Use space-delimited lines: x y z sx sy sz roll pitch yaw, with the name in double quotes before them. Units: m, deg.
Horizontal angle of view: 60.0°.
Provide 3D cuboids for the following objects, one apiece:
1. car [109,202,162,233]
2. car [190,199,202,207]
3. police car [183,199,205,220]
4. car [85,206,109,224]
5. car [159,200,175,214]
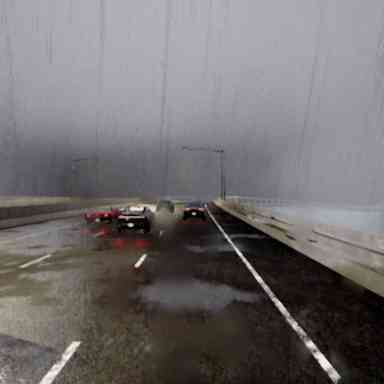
"car" -3.306 1.604 20.479 2.128 1.511 4.902 0 0 0
"car" 0.683 1.877 57.903 2.033 1.411 5.357 0 0 1
"police car" 0.221 1.674 30.251 2.038 1.542 4.974 0 -1 1
"car" -6.756 1.744 26.097 1.895 1.301 4.718 0 0 1
"car" -3.091 1.723 39.176 1.837 1.490 4.892 0 0 1
